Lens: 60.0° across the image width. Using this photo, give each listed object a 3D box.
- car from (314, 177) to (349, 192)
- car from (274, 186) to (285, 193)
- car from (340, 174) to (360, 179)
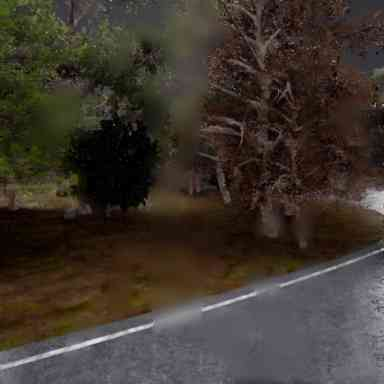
[{"bbox_3d":[17.043,-0.649,40.782,1.837,1.490,4.892,-7,4,-20],"label":"car"},{"bbox_3d":[12.559,-0.582,45.822,1.837,1.490,4.892,-5,3,-2],"label":"car"},{"bbox_3d":[32.548,-3.306,69.058,4.674,1.442,1.812,-4,3,-6],"label":"car"}]
